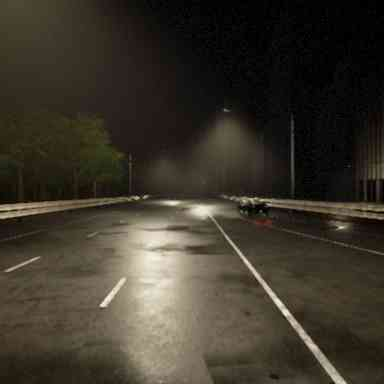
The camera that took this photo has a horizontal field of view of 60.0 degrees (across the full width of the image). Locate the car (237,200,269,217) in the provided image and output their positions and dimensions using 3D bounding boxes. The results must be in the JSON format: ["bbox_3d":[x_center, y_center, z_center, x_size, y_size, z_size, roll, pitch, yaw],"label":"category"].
[{"bbox_3d":[5.604,1.489,31.017,2.128,1.511,4.902,0,0,-8],"label":"car"}]
